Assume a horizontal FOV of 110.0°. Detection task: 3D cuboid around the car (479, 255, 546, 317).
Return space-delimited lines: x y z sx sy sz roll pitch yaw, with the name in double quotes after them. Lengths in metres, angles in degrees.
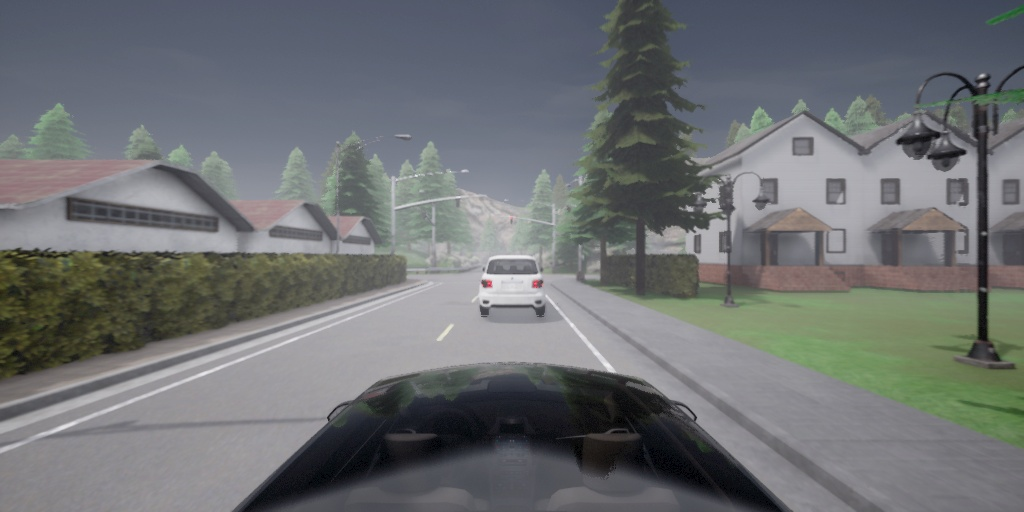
0.032 0.998 13.462 2.150 2.045 5.566 0 0 1 "car"
